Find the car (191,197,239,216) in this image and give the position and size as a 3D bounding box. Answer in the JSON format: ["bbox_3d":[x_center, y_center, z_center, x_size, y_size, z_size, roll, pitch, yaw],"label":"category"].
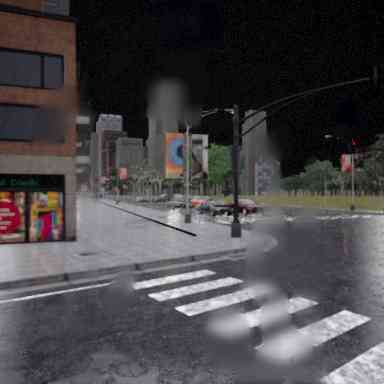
[{"bbox_3d":[2.020,1.446,31.146,2.033,1.411,5.357,0,0,-20],"label":"car"}]

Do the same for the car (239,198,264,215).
[{"bbox_3d":[5.092,1.363,32.287,1.882,1.535,5.008,0,0,-21],"label":"car"}]

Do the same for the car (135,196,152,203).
[{"bbox_3d":[-9.251,1.388,61.741,1.994,1.385,4.181,0,0,-20],"label":"car"}]

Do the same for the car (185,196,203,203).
[{"bbox_3d":[0.303,1.386,64.116,1.895,1.301,4.718,0,0,-20],"label":"car"}]

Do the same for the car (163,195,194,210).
[{"bbox_3d":[-1.748,1.436,41.315,1.994,1.385,4.181,0,0,-20],"label":"car"}]

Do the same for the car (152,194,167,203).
[{"bbox_3d":[-6.509,1.356,63.736,2.033,1.411,5.357,0,0,-20],"label":"car"}]

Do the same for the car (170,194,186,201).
[{"bbox_3d":[-3.150,1.145,73.429,1.882,1.535,5.008,0,0,-20],"label":"car"}]

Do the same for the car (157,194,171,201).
[{"bbox_3d":[-6.197,1.181,72.300,1.837,1.490,4.892,0,0,-20],"label":"car"}]

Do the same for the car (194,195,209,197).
[{"bbox_3d":[1.484,1.212,41.945,2.097,1.767,4.553,0,0,-20],"label":"car"}]
